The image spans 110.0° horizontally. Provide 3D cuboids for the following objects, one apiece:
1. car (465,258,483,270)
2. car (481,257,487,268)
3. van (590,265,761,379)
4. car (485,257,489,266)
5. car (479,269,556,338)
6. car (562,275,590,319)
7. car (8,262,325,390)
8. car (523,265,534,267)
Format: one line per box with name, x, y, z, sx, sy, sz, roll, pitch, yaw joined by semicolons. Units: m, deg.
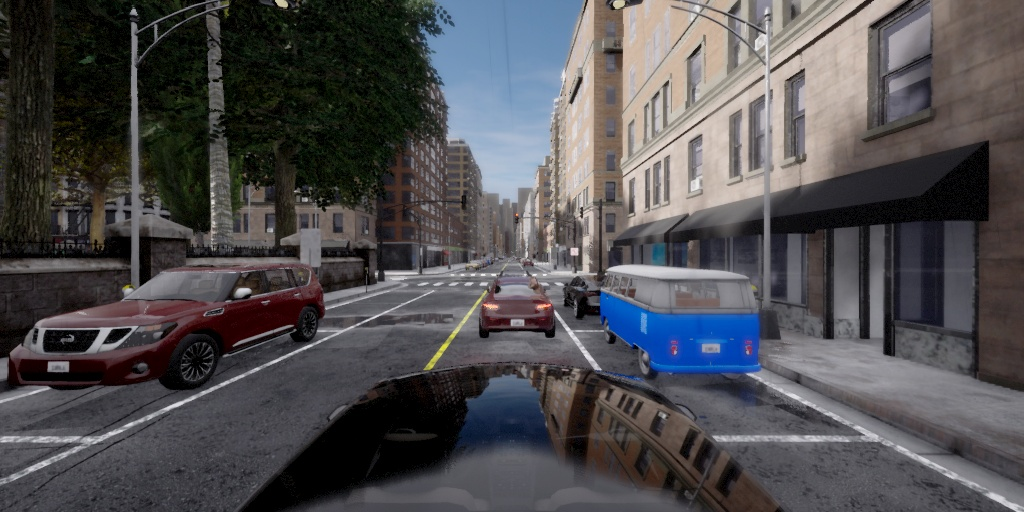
car;-5.539;1.248;50.508;1.751;1.417;4.829;0;0;0
car;-5.524;1.271;56.128;2.007;1.370;4.403;0;0;0
van;2.870;1.090;7.006;1.690;1.789;3.998;0;0;0
car;-5.510;1.265;61.579;1.888;1.381;4.507;0;0;0
car;0.127;1.274;10.048;1.812;1.442;4.674;0;0;0
car;2.886;1.313;12.667;1.948;1.339;4.313;0;0;0
car;-5.654;1.064;6.989;2.192;1.841;5.009;0;0;0
car;0.121;1.345;18.870;1.895;1.301;4.718;0;0;-1
